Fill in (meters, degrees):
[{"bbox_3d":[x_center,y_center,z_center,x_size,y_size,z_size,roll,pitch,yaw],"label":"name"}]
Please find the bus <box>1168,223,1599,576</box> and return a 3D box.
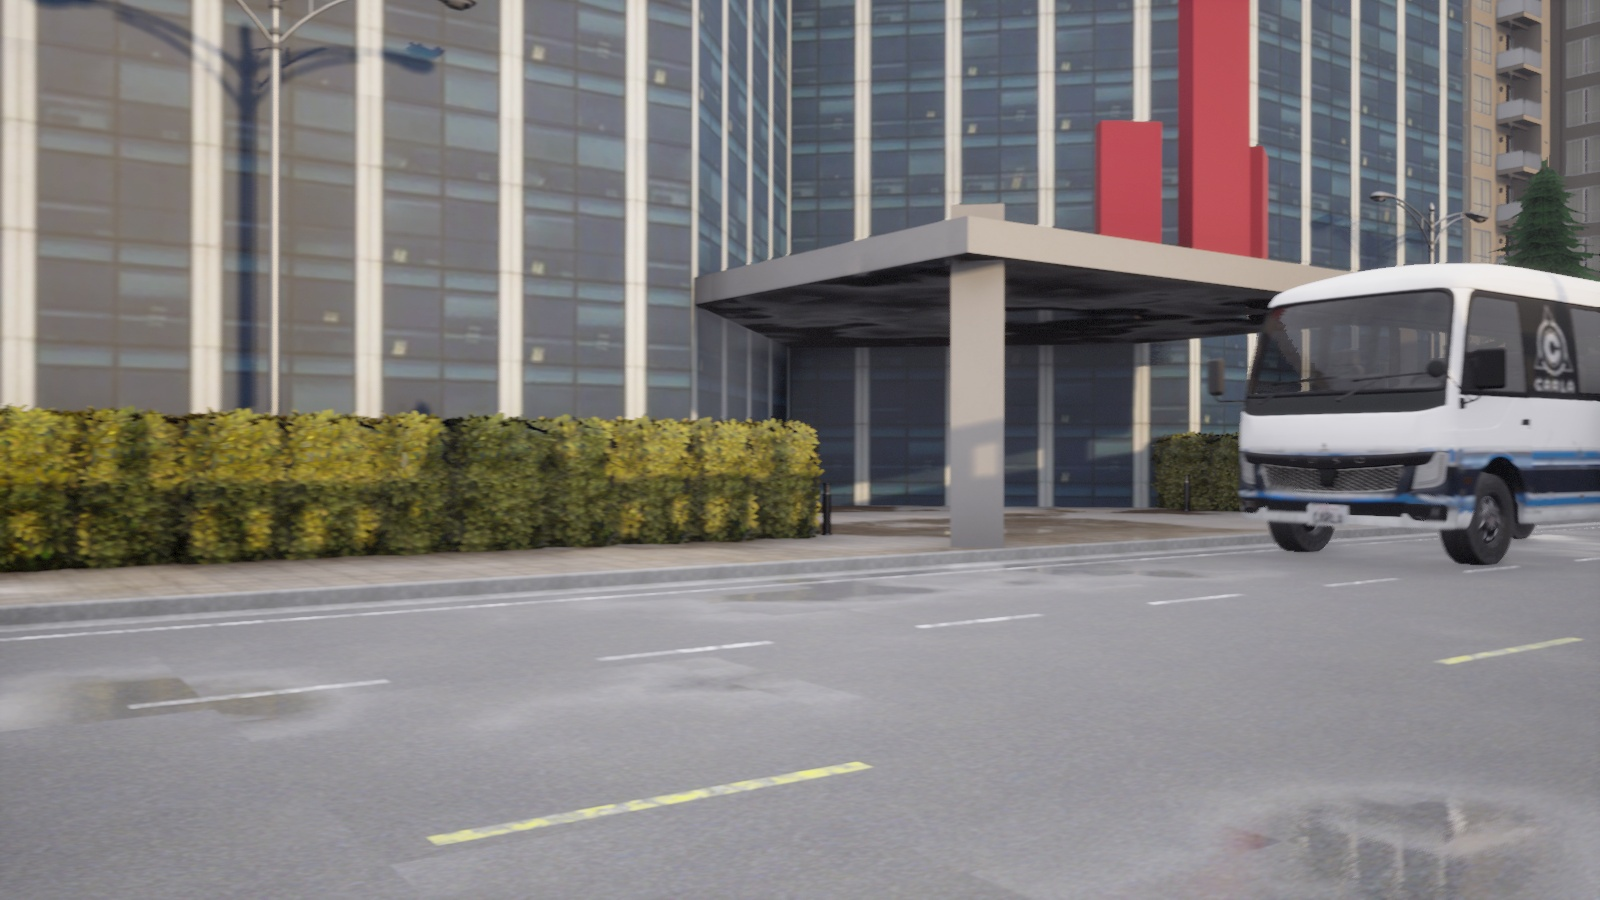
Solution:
[{"bbox_3d":[10.730,-0.606,19.662,10.273,4.253,3.944,0,0,-35],"label":"bus"}]
